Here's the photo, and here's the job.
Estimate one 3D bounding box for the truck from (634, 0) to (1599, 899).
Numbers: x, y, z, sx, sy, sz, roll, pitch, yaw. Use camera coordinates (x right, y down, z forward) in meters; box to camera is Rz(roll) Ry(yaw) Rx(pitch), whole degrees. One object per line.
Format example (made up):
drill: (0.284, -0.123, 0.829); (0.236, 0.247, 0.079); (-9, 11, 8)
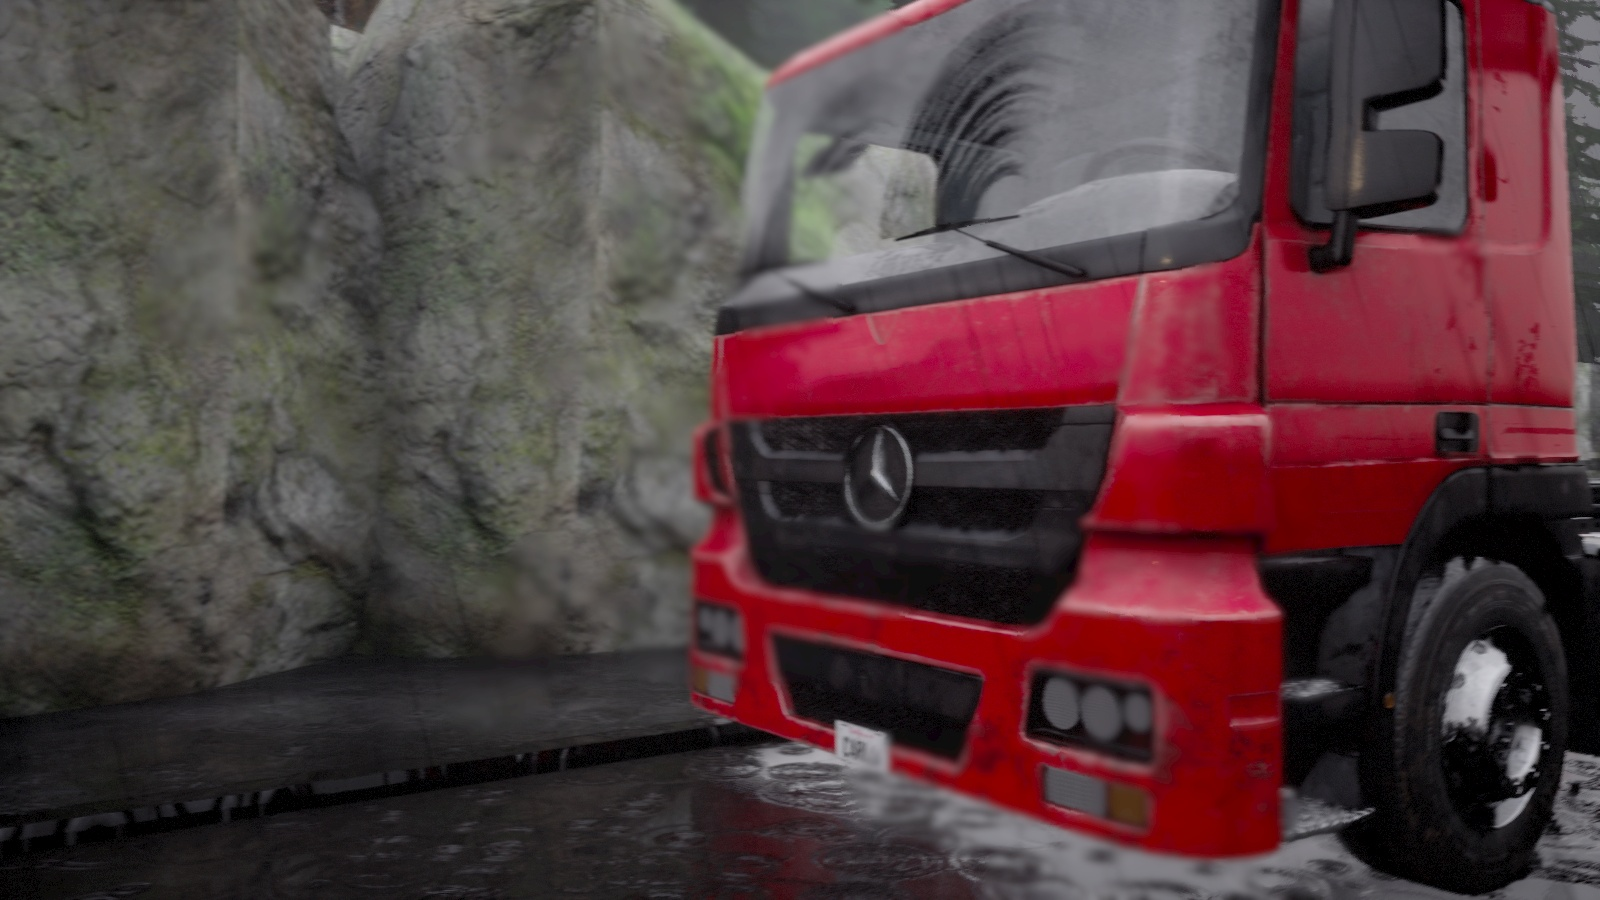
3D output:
truck: (3.354, -0.227, 6.606); (7.936, 3.462, 2.891); (0, 0, -35)
